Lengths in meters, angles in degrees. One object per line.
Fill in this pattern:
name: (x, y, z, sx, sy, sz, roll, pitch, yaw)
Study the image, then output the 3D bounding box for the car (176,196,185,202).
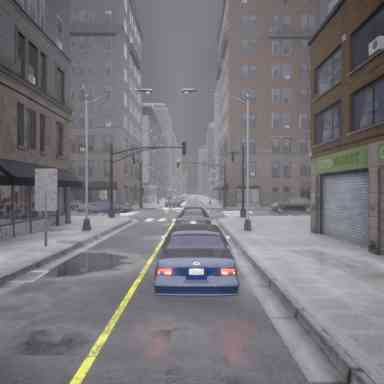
car: (-2.655, 1.599, 78.845, 1.895, 1.301, 4.718, 0, 0, 0)

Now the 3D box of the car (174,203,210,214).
car: (0.085, 1.563, 19.315, 1.994, 1.385, 4.181, 0, 0, 1)

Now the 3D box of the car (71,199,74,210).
car: (-14.698, 1.539, 39.244, 4.313, 1.339, 1.947, 0, 0, 0)

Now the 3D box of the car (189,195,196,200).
car: (0.107, 1.530, 89.418, 1.812, 1.442, 4.674, 0, 0, 0)

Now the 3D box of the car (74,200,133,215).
car: (-8.730, 1.548, 33.738, 5.357, 1.411, 2.033, 0, 0, 0)

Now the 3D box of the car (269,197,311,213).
car: (10.885, 1.353, 36.641, 4.553, 1.767, 2.097, 0, 0, 0)

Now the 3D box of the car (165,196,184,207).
car: (-2.811, 1.351, 49.799, 2.097, 1.767, 4.553, 0, 0, 1)

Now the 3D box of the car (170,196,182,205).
car: (-2.759, 1.526, 58.528, 1.812, 1.442, 4.674, 0, 0, 0)

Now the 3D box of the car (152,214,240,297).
car: (0.093, 1.547, 8.768, 2.033, 1.411, 5.357, 0, 0, 0)
